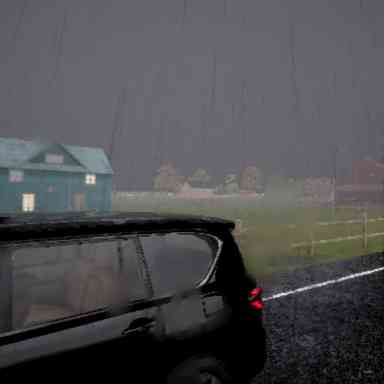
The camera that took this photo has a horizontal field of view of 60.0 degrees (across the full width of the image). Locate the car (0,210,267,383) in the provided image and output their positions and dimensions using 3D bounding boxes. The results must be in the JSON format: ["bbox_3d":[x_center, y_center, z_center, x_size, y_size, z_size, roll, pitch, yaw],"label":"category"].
[{"bbox_3d":[-1.816,1.222,2.686,5.566,2.045,2.150,1,0,-36],"label":"car"}]
